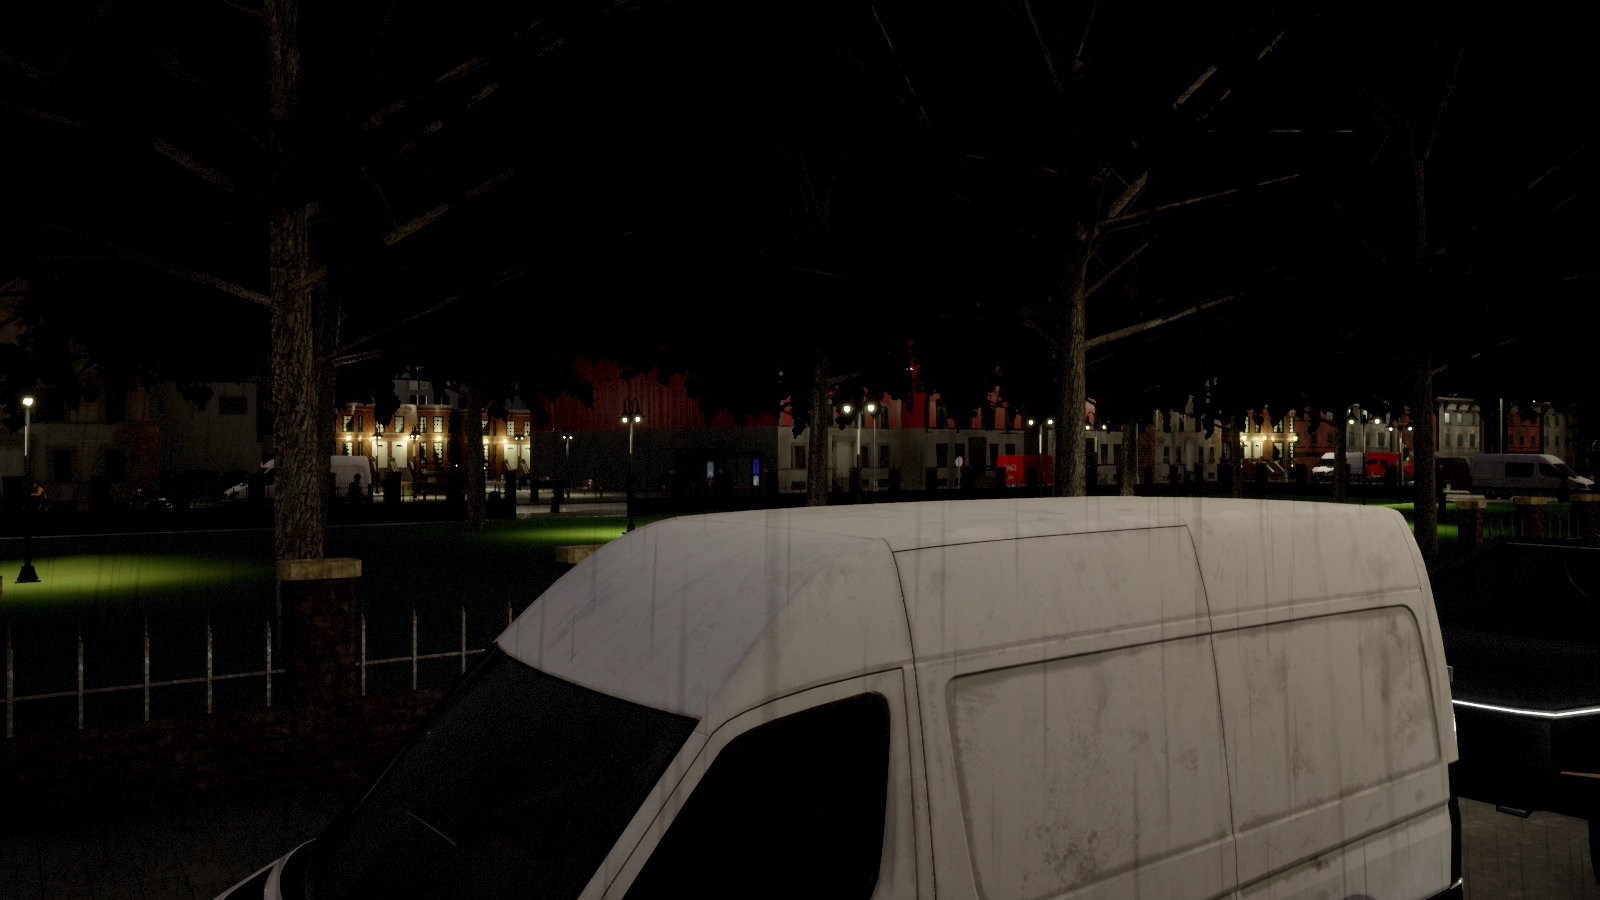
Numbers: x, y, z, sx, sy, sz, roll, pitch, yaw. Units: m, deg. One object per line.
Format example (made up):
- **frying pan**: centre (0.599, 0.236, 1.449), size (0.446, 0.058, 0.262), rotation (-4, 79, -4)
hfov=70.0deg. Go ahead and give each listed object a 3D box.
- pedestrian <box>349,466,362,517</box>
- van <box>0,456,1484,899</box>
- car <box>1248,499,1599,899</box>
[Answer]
- **pedestrian**: centre (-16.469, 1.520, 42.305), size (0.375, 1.860, 0.375), rotation (0, 0, -35)
- **van**: centre (0.300, 1.313, 4.618), size (5.915, 2.561, 1.988), rotation (0, 0, -35)
- **car**: centre (6.572, 1.529, 8.999), size (6.274, 2.098, 2.390), rotation (0, 0, -32)
